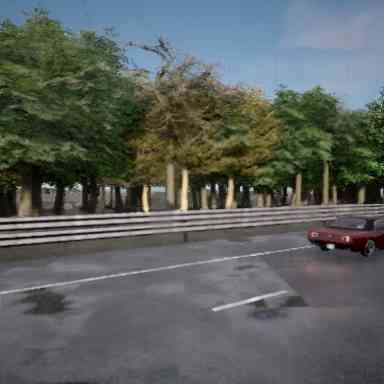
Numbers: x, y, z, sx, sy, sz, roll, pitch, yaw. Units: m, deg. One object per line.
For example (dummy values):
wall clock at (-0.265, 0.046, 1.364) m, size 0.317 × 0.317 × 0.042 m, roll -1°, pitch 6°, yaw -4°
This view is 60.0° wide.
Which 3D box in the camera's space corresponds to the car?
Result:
car at (6.648, 1.585, 12.730) m, size 4.718 × 1.301 × 1.895 m, roll 0°, pitch 0°, yaw -33°
